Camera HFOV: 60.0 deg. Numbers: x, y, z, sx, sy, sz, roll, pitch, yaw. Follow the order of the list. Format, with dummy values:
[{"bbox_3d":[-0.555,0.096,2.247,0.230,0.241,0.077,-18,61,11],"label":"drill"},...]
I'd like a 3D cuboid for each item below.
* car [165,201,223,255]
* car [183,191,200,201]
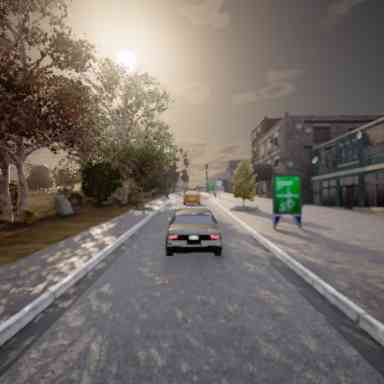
[{"bbox_3d":[0.053,1.296,12.029,2.033,1.411,5.357,0,1,0],"label":"car"},{"bbox_3d":[-0.014,0.596,38.963,1.882,1.535,5.008,0,1,0],"label":"car"}]
